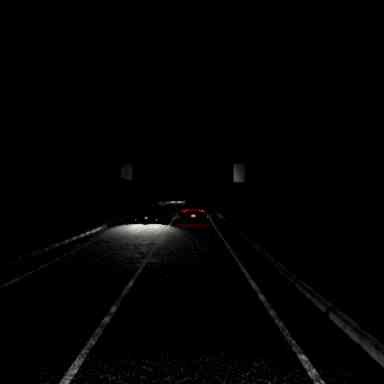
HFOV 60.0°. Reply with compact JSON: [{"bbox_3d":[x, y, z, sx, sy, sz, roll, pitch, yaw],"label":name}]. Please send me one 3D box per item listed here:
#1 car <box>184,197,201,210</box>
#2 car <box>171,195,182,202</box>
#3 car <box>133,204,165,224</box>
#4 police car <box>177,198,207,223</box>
[{"bbox_3d":[0.086,1.427,42.859,2.033,1.411,5.357,0,1,0],"label":"car"},{"bbox_3d":[-3.030,1.199,65.853,1.994,1.385,4.181,0,1,0],"label":"car"},{"bbox_3d":[-3.106,1.555,24.553,1.994,1.385,4.181,0,0,0],"label":"car"},{"bbox_3d":[0.091,1.493,25.536,2.038,1.542,4.974,0,0,0],"label":"police car"}]
